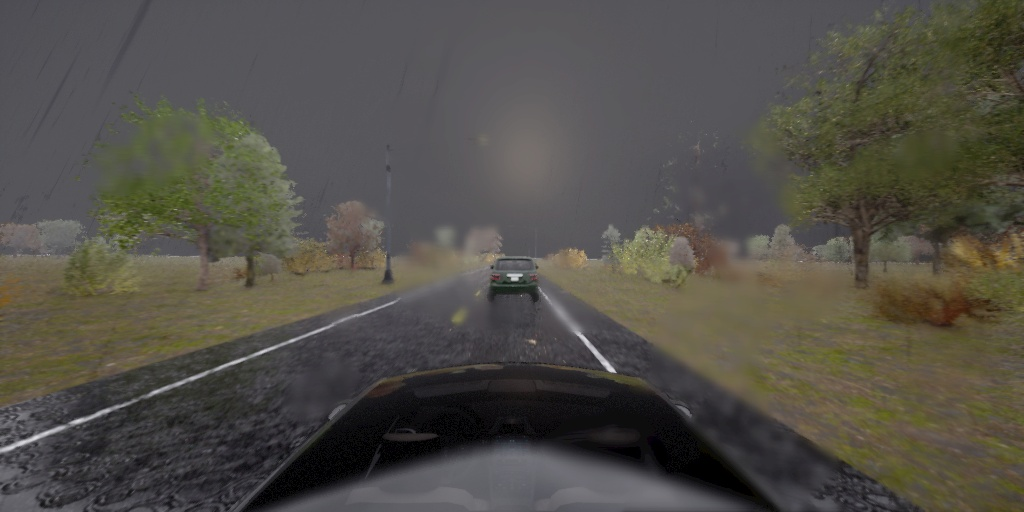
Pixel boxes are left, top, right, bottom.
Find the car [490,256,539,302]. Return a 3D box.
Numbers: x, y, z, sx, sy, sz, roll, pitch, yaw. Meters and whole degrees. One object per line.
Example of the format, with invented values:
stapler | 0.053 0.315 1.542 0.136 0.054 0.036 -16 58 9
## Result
car | 0.123 1.037 17.477 2.150 2.045 5.566 0 0 0
